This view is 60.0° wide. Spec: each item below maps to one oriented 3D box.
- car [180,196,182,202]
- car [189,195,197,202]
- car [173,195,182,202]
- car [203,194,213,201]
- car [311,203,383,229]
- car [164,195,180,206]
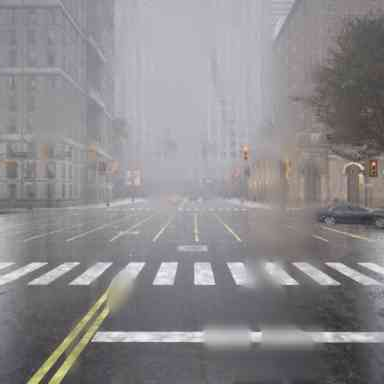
[{"bbox_3d":[-3.462,1.477,64.882,1.882,1.535,5.008,0,0,1],"label":"car"},{"bbox_3d":[0.236,1.449,78.556,2.128,1.511,4.902,0,0,1],"label":"car"},{"bbox_3d":[-3.298,1.477,75.453,1.882,1.535,5.008,0,0,1],"label":"car"},{"bbox_3d":[3.736,1.279,78.489,2.097,1.767,4.553,0,0,1],"label":"car"},{"bbox_3d":[10.386,1.505,21.658,4.892,1.490,1.837,0,1,17],"label":"car"},{"bbox_3d":[-3.546,1.477,55.510,1.882,1.535,5.008,0,0,0],"label":"car"}]
